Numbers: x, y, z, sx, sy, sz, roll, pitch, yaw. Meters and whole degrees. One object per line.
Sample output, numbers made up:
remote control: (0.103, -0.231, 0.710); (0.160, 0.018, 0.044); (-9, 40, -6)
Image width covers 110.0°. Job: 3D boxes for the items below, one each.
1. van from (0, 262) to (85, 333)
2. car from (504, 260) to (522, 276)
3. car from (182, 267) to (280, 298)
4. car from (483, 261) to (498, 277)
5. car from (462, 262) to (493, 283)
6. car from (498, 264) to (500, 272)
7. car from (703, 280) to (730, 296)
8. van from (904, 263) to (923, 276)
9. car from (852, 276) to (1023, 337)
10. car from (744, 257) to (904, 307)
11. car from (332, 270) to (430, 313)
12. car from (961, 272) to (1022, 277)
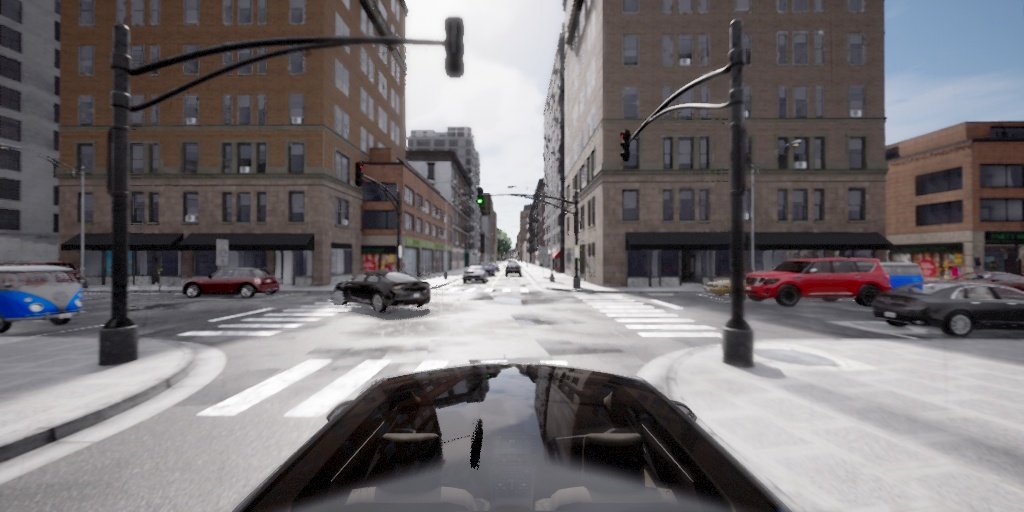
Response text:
van: (-14.663, 1.158, 10.116); (3.998, 1.789, 1.690); (0, 0, 1)
car: (0.158, 1.572, 42.909); (1.837, 1.490, 4.892); (0, 0, 0)
car: (-14.579, 1.311, 18.641); (4.097, 1.591, 1.967); (0, 0, 1)
car: (-3.030, 1.407, 40.970); (2.097, 1.767, 4.553); (0, -1, 0)
car: (-3.056, 1.526, 30.969); (2.033, 1.411, 5.357); (0, 0, 0)
car: (-2.978, 1.723, 55.852); (1.994, 1.385, 4.181); (0, 0, 1)
car: (12.445, 1.399, 18.320); (4.829, 1.417, 1.751); (0, 0, 1)
van: (18.284, 1.215, 18.251); (3.998, 1.789, 1.690); (0, 0, 1)
car: (12.531, 1.371, 9.793); (4.403, 1.370, 2.007); (0, 0, 1)
car: (13.149, 1.080, 15.751); (5.566, 2.045, 2.150); (0, 0, 1)
car: (-5.485, 1.330, 14.834); (5.008, 1.535, 1.882); (0, -2, 38)
car: (23.954, 1.456, 18.184); (4.207, 1.307, 1.802); (0, 0, 1)
